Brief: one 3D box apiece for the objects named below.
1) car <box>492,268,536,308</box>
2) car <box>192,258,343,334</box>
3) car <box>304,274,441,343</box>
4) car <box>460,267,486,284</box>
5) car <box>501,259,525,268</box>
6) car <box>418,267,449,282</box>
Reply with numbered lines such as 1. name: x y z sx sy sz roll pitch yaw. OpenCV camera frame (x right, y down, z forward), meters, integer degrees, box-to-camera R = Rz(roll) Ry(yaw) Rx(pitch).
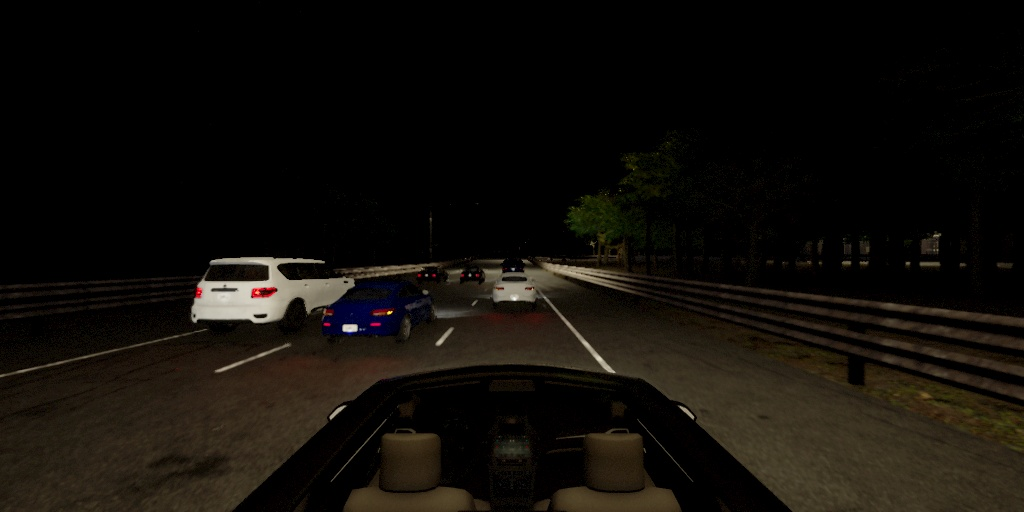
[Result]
1. car: 0.103 1.462 16.310 1.812 1.442 4.674 0 -1 0
2. car: -6.901 1.095 11.289 2.150 2.045 5.566 0 -1 0
3. car: -3.414 1.382 9.892 1.812 1.442 4.674 0 -1 0
4. car: -3.388 1.648 31.446 2.033 1.411 5.357 0 -1 0
5. car: 0.115 1.362 35.493 2.150 2.045 5.566 0 -1 0
6. car: -6.888 1.648 31.442 2.033 1.411 5.357 0 -1 0
